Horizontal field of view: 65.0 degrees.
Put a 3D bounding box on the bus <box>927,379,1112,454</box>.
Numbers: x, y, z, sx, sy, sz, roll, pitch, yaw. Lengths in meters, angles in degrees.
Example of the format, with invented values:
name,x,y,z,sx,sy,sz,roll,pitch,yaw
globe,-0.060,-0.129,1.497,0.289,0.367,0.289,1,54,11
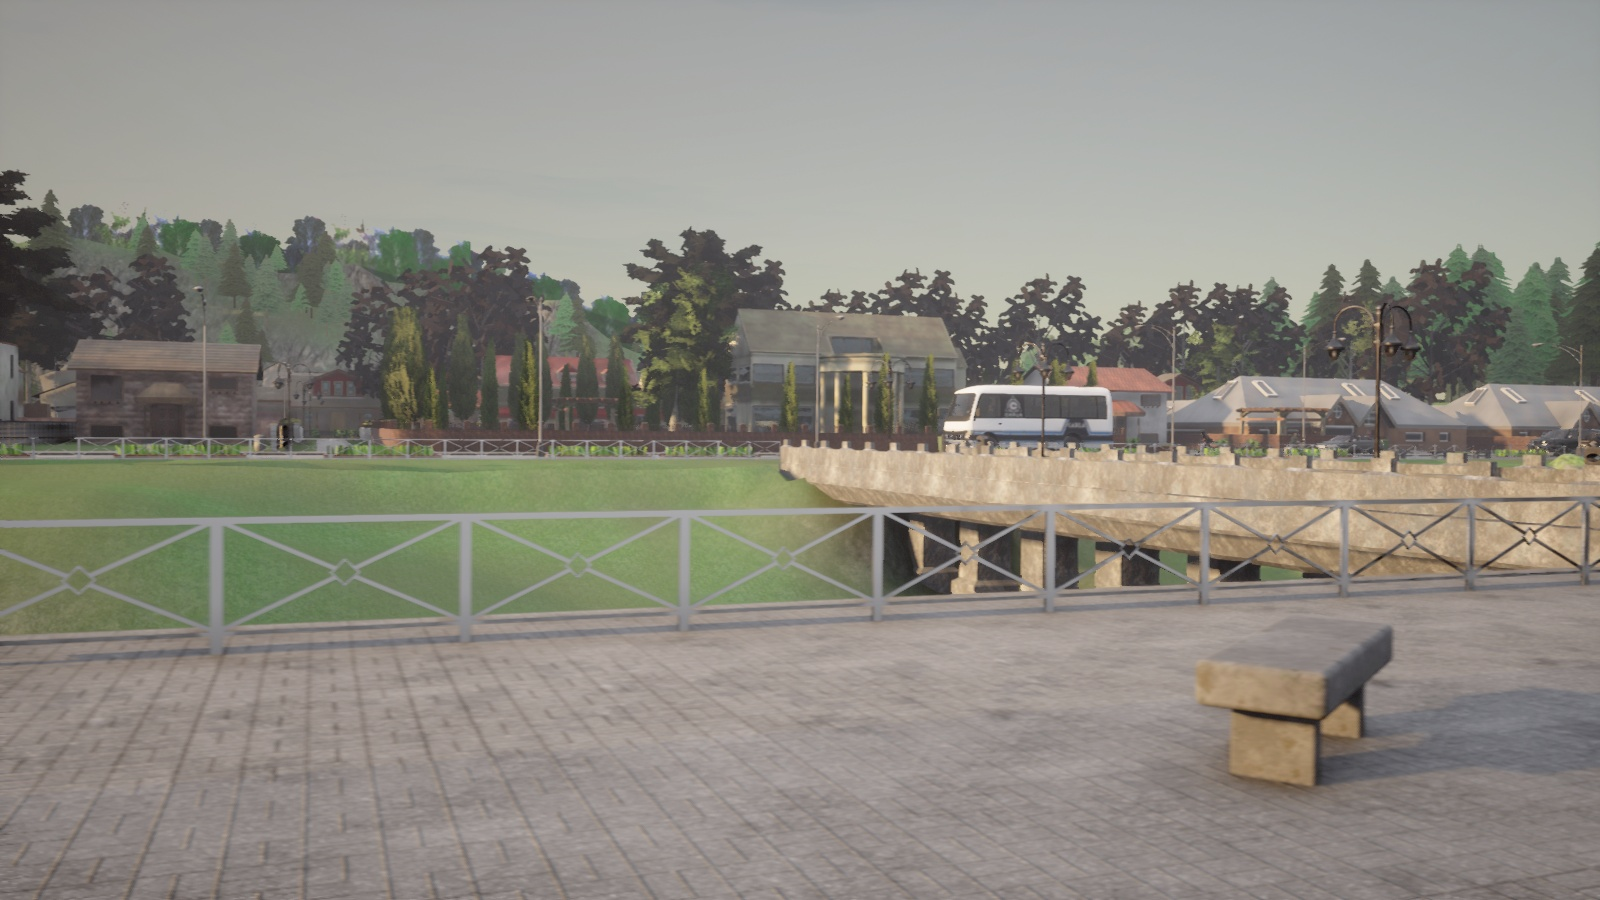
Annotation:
name,x,y,z,sx,sy,sz,roll,pitch,yaw
bus,13.090,-2.002,74.911,10.273,4.253,3.944,-1,1,-20

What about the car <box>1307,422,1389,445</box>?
name,x,y,z,sx,sy,sz,roll,pitch,yaw
car,36.656,-1.112,84.012,4.902,1.511,2.128,-1,1,-21
